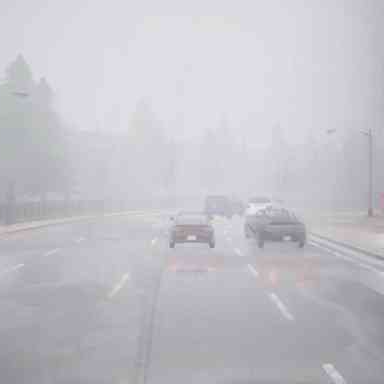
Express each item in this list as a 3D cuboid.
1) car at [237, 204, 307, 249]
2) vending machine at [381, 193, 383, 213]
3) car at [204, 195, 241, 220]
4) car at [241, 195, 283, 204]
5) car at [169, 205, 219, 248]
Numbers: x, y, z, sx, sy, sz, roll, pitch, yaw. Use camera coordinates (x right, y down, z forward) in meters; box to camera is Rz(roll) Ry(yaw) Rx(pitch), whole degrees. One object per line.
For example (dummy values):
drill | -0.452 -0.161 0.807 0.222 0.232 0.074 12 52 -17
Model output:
car | 3.500 1.495 14.650 2.128 1.511 4.902 0 0 0
vending machine | 20.826 1.194 35.171 0.880 2.100 1.100 0 0 -25
car | 2.865 1.258 28.483 2.150 2.045 5.566 0 0 25
car | 6.030 1.258 26.988 2.150 2.045 5.566 0 0 25
car | 0.000 1.533 14.650 1.812 1.442 4.674 0 0 0
